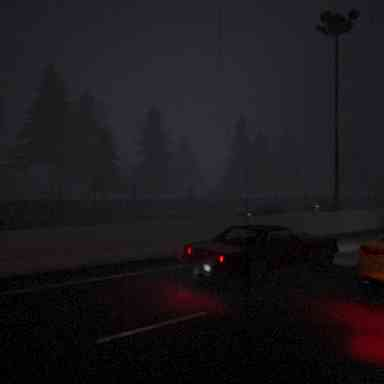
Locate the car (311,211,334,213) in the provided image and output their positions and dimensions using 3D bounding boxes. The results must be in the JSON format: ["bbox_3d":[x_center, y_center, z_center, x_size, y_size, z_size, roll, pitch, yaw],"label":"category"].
[{"bbox_3d":[13.777,1.370,35.285,4.553,1.767,2.097,0,0,-35],"label":"car"}]

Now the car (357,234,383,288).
[{"bbox_3d":[5.994,1.483,8.020,5.008,1.535,1.882,0,0,-35],"label":"car"}]

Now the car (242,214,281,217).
[{"bbox_3d":[5.203,1.536,24.894,4.674,1.442,1.812,0,0,-35],"label":"car"}]

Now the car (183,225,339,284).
[{"bbox_3d":[2.182,1.605,9.599,4.718,1.301,1.895,0,0,-35],"label":"car"}]
